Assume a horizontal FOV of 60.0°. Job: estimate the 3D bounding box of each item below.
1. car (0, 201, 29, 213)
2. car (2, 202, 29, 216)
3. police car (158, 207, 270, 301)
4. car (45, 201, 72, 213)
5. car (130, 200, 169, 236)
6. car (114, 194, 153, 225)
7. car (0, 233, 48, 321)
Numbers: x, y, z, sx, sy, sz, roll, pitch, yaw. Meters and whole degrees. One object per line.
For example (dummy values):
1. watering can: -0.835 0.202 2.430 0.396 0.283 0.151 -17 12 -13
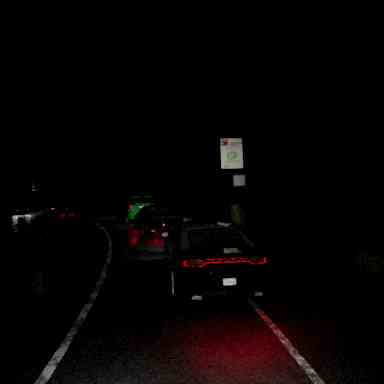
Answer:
1. car: -27.553 2.352 51.566 4.892 1.490 1.837 -3 2 34
2. car: -22.997 2.244 43.307 4.892 1.490 1.837 -3 1 43
3. police car: 0.296 1.403 8.525 1.930 1.638 5.238 -1 0 -8
4. car: -17.045 1.862 42.284 4.902 1.511 2.128 -2 2 45
5. car: -2.050 1.449 18.592 1.882 1.535 5.008 -2 0 -18
6. car: -4.260 1.213 24.491 2.150 2.045 5.566 -2 0 -23
7. car: -3.914 1.512 5.487 2.128 1.511 4.902 0 0 -7
